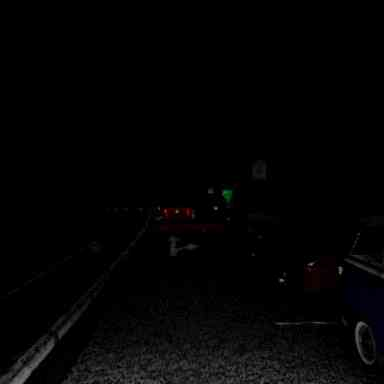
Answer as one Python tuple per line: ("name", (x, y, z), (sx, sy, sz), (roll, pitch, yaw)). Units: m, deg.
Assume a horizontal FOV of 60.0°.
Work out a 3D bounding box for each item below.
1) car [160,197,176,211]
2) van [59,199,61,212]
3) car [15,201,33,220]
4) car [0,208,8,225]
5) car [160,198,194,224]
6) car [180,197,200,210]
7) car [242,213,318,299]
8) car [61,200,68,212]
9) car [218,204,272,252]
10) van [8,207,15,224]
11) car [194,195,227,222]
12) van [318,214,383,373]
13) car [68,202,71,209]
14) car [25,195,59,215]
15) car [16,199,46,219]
("car", (-3.128, 1.505, 42.856), (1.882, 1.535, 5.008), (0, 0, -7))
("van", (-15.823, 1.331, 33.095), (4.442, 1.987, 1.878), (0, 0, -7))
("car", (-14.967, 1.609, 25.051), (4.674, 1.452, 2.002), (0, 0, -6))
("car", (-14.267, 1.561, 19.645), (5.366, 1.575, 1.946), (0, 0, -5))
("car", (-1.256, 1.400, 25.814), (2.097, 1.767, 4.553), (0, 0, -5))
("car", (-0.365, 1.505, 43.953), (2.128, 1.511, 4.902), (0, 0, -6))
("car", (2.858, 1.525, 8.550), (2.163, 1.488, 4.792), (0, 0, -1))
("car", (-16.316, 1.425, 35.812), (4.553, 1.767, 2.185), (0, 0, -7))
("car", (2.600, 1.507, 14.037), (2.097, 1.535, 5.008), (0, 0, -3))
("van", (-14.816, 1.343, 22.340), (4.442, 1.987, 1.878), (0, 0, -5))
("car", (1.502, 1.261, 27.029), (2.150, 2.045, 5.566), (0, 0, -5))
("van", (2.992, 1.254, 3.092), (1.878, 1.987, 4.442), (0, 0, 0))
("car", (-16.624, 1.542, 38.550), (4.892, 1.521, 2.231), (0, 0, -7))
("car", (-15.618, 1.314, 30.354), (5.566, 2.045, 2.435), (0, 0, -7))
("car", (-15.229, 1.598, 27.654), (4.792, 1.488, 2.163), (0, 0, -6))
